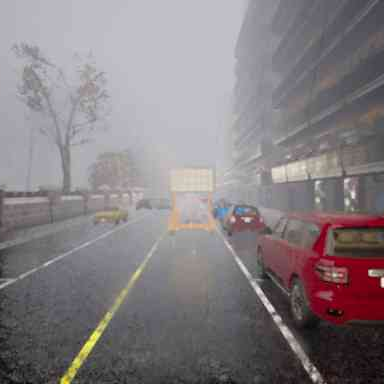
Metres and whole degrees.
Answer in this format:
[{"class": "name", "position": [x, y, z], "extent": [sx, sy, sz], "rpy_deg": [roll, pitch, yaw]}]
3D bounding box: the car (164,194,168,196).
[{"class": "car", "position": [-5.662, 1.356, 57.560], "extent": [1.967, 1.590, 4.097], "rpy_deg": [0, 0, 0]}]

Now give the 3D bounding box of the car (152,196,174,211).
[{"class": "car", "position": [-3.076, 1.483, 39.252], "extent": [2.033, 1.411, 5.357], "rpy_deg": [0, 0, 0]}]

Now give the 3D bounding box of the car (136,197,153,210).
[{"class": "car", "position": [-5.670, 1.499, 40.674], "extent": [1.947, 1.339, 4.313], "rpy_deg": [0, 0, 0]}]

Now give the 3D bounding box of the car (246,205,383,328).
[{"class": "car", "position": [2.695, 1.302, 6.886], "extent": [2.192, 1.841, 5.009], "rpy_deg": [0, 0, 0]}]

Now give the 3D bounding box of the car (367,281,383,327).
[{"class": "car", "position": [2.693, 1.579, 1.257], "extent": [1.802, 1.307, 4.206], "rpy_deg": [0, 0, 0]}]

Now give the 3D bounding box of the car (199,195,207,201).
[{"class": "car", "position": [2.727, 1.494, 80.080], "extent": [1.802, 1.307, 4.206], "rpy_deg": [0, 0, 0]}]

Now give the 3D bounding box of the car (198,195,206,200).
[{"class": "car", "position": [2.732, 1.478, 91.341], "extent": [1.947, 1.339, 4.313], "rpy_deg": [0, 0, 0]}]

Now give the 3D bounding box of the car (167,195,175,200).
[{"class": "car", "position": [-5.648, 1.478, 91.344], "extent": [1.947, 1.339, 4.313], "rpy_deg": [0, 0, 0]}]

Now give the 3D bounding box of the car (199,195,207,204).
[{"class": "car", "position": [2.720, 1.496, 63.187], "extent": [1.802, 1.307, 4.206], "rpy_deg": [0, 0, 0]}]

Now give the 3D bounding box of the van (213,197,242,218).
[{"class": "van", "position": [2.703, 1.300, 23.777], "extent": [1.690, 1.788, 3.998], "rpy_deg": [0, 0, 0]}]

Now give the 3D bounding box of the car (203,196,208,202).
[{"class": "car", "position": [2.711, 1.477, 40.669], "extent": [1.887, 1.381, 4.507], "rpy_deg": [0, 0, 0]}]

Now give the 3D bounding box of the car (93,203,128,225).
[{"class": "car", "position": [-5.677, 1.486, 23.611], "extent": [1.752, 1.417, 4.829], "rpy_deg": [0, 0, 0]}]

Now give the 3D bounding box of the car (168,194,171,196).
[{"class": "car", "position": [-5.661, 1.230, 63.192], "extent": [2.192, 1.841, 5.009], "rpy_deg": [0, 0, 0]}]

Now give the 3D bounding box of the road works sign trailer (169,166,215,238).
[{"class": "road works sign trailer", "position": [0.008, 0.433, 17.596], "extent": [2.380, 3.560, 2.880], "rpy_deg": [0, 0, 0]}]

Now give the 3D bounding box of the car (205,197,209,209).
[{"class": "car", "position": [2.708, 1.492, 35.038], "extent": [2.008, 1.369, 4.403], "rpy_deg": [0, 0, 0]}]

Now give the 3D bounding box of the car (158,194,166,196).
[{"class": "car", "position": [-5.665, 1.462, 51.932], "extent": [1.887, 1.381, 4.507], "rpy_deg": [0, 0, 0]}]

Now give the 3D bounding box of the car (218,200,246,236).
[{"class": "car", "position": [2.700, 1.408, 18.146], "extent": [1.967, 1.590, 4.097], "rpy_deg": [0, 0, 0]}]

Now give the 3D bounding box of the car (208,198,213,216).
[{"class": "car", "position": [2.705, 1.516, 29.408], "extent": [1.947, 1.339, 4.313], "rpy_deg": [0, 0, 0]}]
